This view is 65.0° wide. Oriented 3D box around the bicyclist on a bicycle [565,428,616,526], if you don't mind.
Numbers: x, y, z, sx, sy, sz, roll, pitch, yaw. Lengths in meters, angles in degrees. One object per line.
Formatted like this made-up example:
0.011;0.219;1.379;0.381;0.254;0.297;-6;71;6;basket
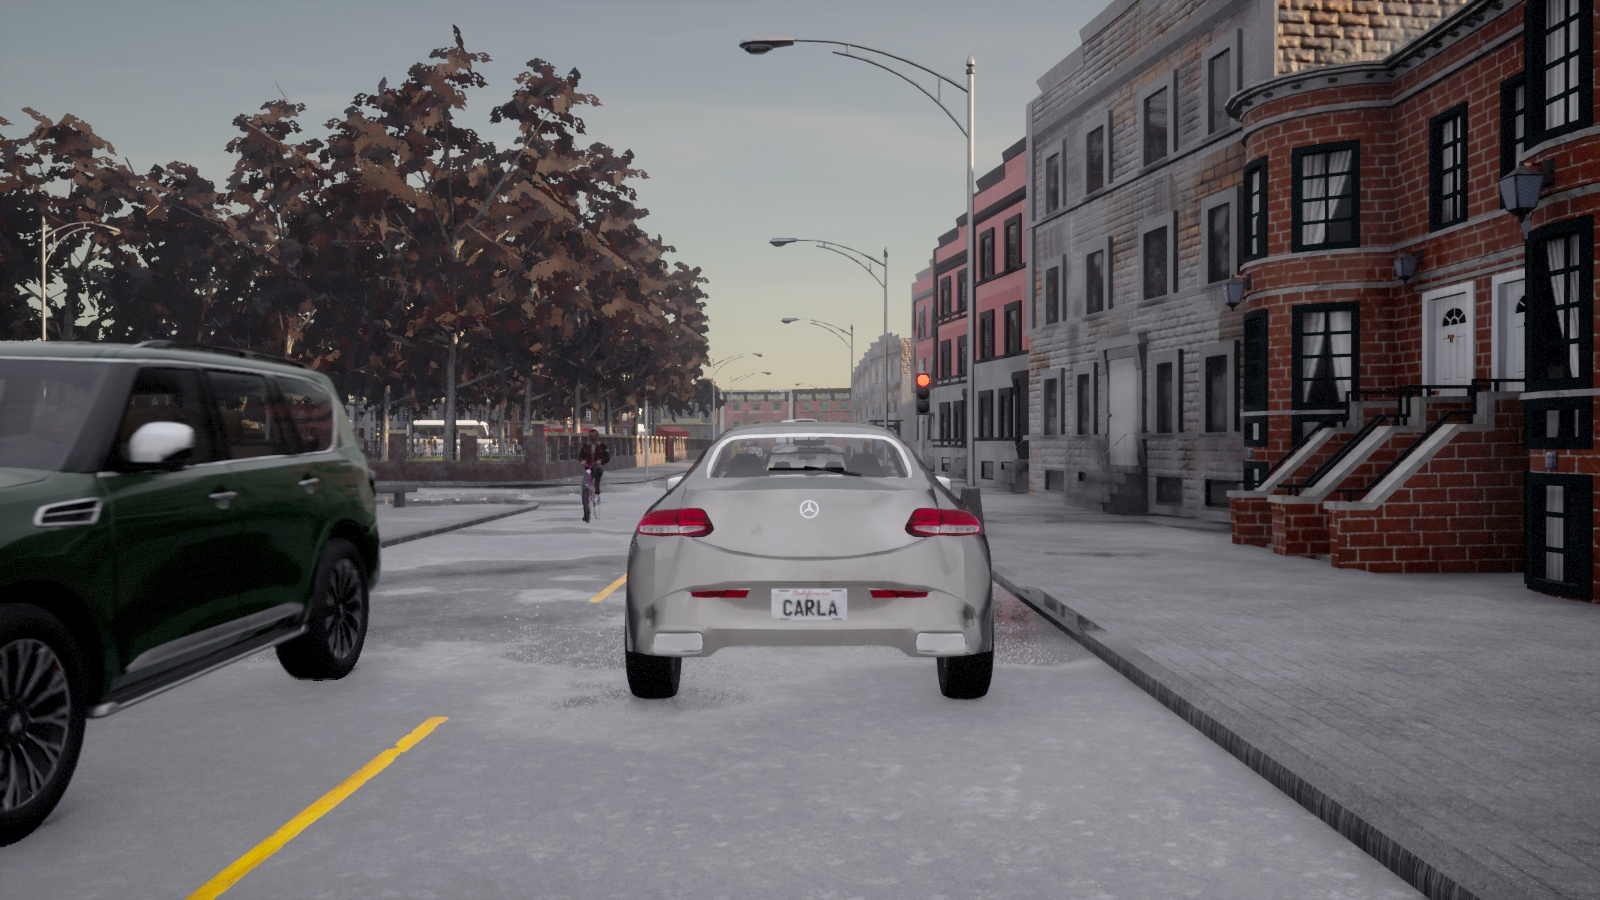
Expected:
-3.920;0.481;23.592;0.659;1.776;1.843;0;0;-1;bicyclist on a bicycle

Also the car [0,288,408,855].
-3.949;0.426;6.385;2.150;2.045;5.566;0;0;0;car

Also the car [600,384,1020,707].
0.064;0.475;8.950;2.152;1.651;5.027;0;0;0;car
